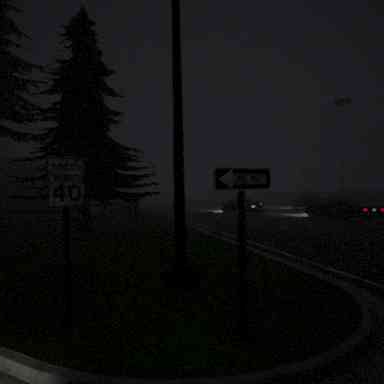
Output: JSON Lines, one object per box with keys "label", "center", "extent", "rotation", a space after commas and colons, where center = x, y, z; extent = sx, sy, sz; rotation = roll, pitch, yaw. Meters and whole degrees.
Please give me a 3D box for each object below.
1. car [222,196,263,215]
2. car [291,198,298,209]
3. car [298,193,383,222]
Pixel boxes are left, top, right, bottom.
{"label": "car", "center": [3.843, 1.012, 26.005], "extent": [1.994, 1.385, 4.181], "rotation": [-1, 1, -17]}
{"label": "car", "center": [10.379, 0.807, 28.547], "extent": [1.812, 1.442, 4.674], "rotation": [-1, 1, -17]}
{"label": "car", "center": [9.195, 0.997, 20.518], "extent": [2.033, 1.411, 5.357], "rotation": [-1, 1, -17]}
